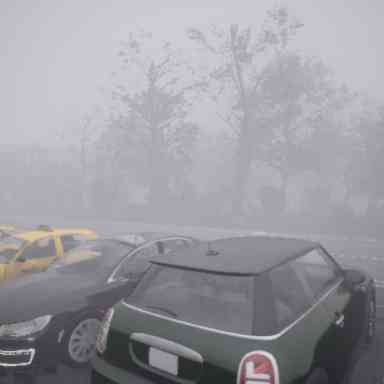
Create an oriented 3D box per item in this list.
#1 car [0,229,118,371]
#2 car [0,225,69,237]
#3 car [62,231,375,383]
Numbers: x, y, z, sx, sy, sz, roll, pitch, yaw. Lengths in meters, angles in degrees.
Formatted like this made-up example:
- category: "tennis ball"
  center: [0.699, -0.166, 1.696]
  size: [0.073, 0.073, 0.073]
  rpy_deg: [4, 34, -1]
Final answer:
- category: "car"
  center: [-1.238, 1.524, 6.038]
  size: [2.231, 1.521, 4.892]
  rpy_deg: [-1, -1, 36]
- category: "car"
  center: [-3.602, 1.554, 7.489]
  size: [1.946, 1.575, 5.366]
  rpy_deg: [-1, -1, 36]
- category: "car"
  center: [1.002, 1.369, 4.394]
  size: [2.185, 1.767, 4.553]
  rpy_deg: [-1, 0, 36]
